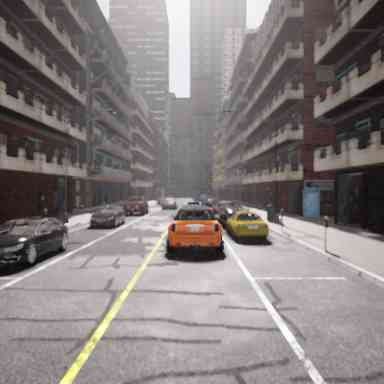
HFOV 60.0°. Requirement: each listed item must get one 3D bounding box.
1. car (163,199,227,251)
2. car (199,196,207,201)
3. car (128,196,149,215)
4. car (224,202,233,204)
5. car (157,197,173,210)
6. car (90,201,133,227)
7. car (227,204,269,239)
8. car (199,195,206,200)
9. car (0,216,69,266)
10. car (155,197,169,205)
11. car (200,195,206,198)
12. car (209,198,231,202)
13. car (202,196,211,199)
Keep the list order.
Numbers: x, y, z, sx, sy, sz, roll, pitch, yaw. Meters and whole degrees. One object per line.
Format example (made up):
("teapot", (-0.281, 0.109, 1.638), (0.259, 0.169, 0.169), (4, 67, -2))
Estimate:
("car", (0.123, 1.372, 14.225), (2.097, 1.767, 4.553), (0, 0, 0))
("car", (2.920, 1.676, 89.833), (2.008, 1.369, 4.403), (-1, 0, 0))
("car", (-5.613, 1.361, 33.864), (2.192, 1.841, 5.009), (-1, 0, 0))
("car", (2.741, 1.595, 22.609), (1.947, 1.339, 4.313), (-1, 0, 0))
("car", (-2.975, 1.607, 43.997), (2.033, 1.411, 5.357), (0, 0, 0))
("car", (-5.639, 1.581, 22.660), (2.008, 1.369, 4.403), (-1, 0, 0))
("car", (2.726, 1.548, 17.177), (1.752, 1.417, 4.829), (-1, 0, 0))
("car", (2.935, 1.679, 95.435), (1.887, 1.381, 4.507), (-1, 0, 0))
("car", (-5.669, 1.567, 11.456), (2.008, 1.369, 4.403), (-1, 0, 0))
("car", (-5.535, 1.635, 61.874), (2.008, 1.369, 4.403), (-1, 0, 0))
("car", (2.830, 1.626, 56.222), (2.008, 1.369, 4.403), (-1, 0, 0))
("car", (2.754, 1.477, 28.211), (1.967, 1.590, 4.097), (-1, 0, 0))
("car", (2.816, 1.634, 50.619), (1.947, 1.339, 4.313), (-1, 0, 0))
